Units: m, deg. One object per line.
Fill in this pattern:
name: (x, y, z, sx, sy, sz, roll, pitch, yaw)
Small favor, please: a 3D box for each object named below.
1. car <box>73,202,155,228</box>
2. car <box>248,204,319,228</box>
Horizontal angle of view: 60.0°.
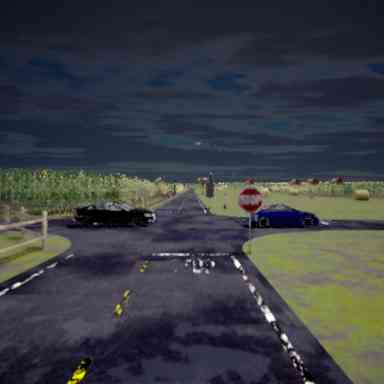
car: (-4.773, 1.354, 20.550, 4.902, 1.511, 2.128, 0, 1, -1)
car: (5.642, 1.458, 20.727, 4.181, 1.385, 1.994, 0, 1, -1)
